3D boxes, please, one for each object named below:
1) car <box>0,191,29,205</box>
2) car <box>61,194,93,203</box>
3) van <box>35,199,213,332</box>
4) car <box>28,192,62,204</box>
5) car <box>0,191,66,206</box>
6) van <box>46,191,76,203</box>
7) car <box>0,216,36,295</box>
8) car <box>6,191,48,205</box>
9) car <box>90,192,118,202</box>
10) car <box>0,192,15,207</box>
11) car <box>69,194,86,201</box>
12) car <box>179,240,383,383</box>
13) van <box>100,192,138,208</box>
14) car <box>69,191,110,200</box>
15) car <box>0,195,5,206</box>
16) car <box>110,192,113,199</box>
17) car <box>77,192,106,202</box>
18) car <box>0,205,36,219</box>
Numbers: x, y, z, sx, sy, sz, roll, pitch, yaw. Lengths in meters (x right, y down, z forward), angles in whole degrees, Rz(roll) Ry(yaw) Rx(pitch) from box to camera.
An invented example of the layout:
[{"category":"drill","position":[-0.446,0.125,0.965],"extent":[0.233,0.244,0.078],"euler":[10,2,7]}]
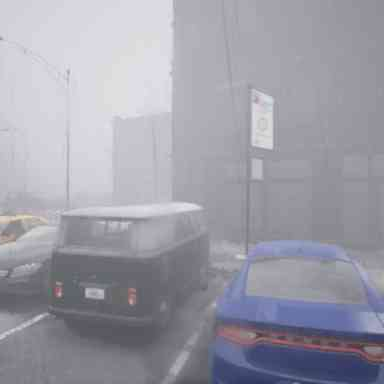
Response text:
[{"category":"car","position":[-26.851,0.853,48.129],"extent":[5.566,2.045,2.435],"euler":[0,0,14]},{"category":"car","position":[-20.067,1.108,58.159],"extent":[4.892,1.521,2.231],"euler":[0,0,14]},{"category":"van","position":[-0.821,1.225,6.891],"extent":[1.878,1.987,4.442],"euler":[0,0,15]},{"category":"car","position":[-23.473,0.980,53.158],"extent":[4.553,1.767,2.185],"euler":[0,0,14]},{"category":"car","position":[-16.149,0.983,33.605],"extent":[5.566,2.045,2.435],"euler":[1,0,14]},{"category":"van","position":[-21.867,0.881,55.673],"extent":[4.442,1.987,1.878],"euler":[0,0,14]},{"category":"car","position":[-3.293,1.465,8.521],"extent":[2.002,1.452,4.674],"euler":[1,0,15]},{"category":"car","position":[-25.105,0.853,50.643],"extent":[5.566,2.045,2.435],"euler":[0,0,14]},{"category":"car","position":[-16.654,0.981,63.154],"extent":[4.553,1.767,2.185],"euler":[0,0,14]},{"category":"car","position":[-10.645,1.102,13.767],"extent":[2.435,2.045,5.566],"euler":[0,0,15]},{"category":"car","position":[-14.554,1.263,36.048],"extent":[4.792,1.488,2.163],"euler":[1,1,14]},{"category":"car","position":[1.588,1.473,5.027],"extent":[2.097,1.535,5.008],"euler":[0,0,16]},{"category":"van","position":[-9.444,1.013,43.389],"extent":[4.442,1.987,1.878],"euler":[1,0,14]},{"category":"car","position":[-12.896,0.983,38.509],"extent":[5.566,2.045,2.435],"euler":[1,1,14]},{"category":"car","position":[-28.539,1.133,45.620],"extent":[4.792,1.488,2.163],"euler":[0,0,14]},{"category":"car","position":[-11.240,0.984,40.961],"extent":[5.566,2.045,2.435],"euler":[1,1,14]},{"category":"car","position":[-18.341,0.981,60.638],"extent":[4.553,1.767,2.185],"euler":[0,0,14]},{"category":"car","position":[-5.794,1.396,10.079],"extent":[1.946,1.575,5.366],"euler":[1,0,15]}]
